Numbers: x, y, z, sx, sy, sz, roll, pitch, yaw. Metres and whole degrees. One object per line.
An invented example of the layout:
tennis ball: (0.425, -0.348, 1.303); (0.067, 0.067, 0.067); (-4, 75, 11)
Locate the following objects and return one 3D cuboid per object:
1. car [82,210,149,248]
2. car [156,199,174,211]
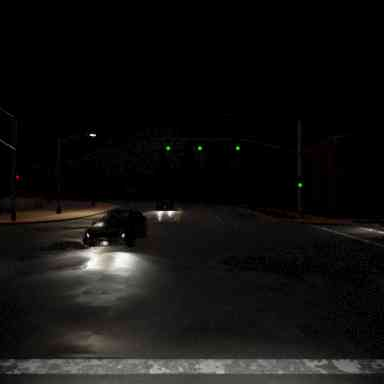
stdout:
car: (-3.192, 1.548, 15.183); (2.033, 1.411, 5.357); (0, 0, 2)
car: (-3.229, 1.566, 40.560); (1.994, 1.385, 4.181); (0, 0, -2)
